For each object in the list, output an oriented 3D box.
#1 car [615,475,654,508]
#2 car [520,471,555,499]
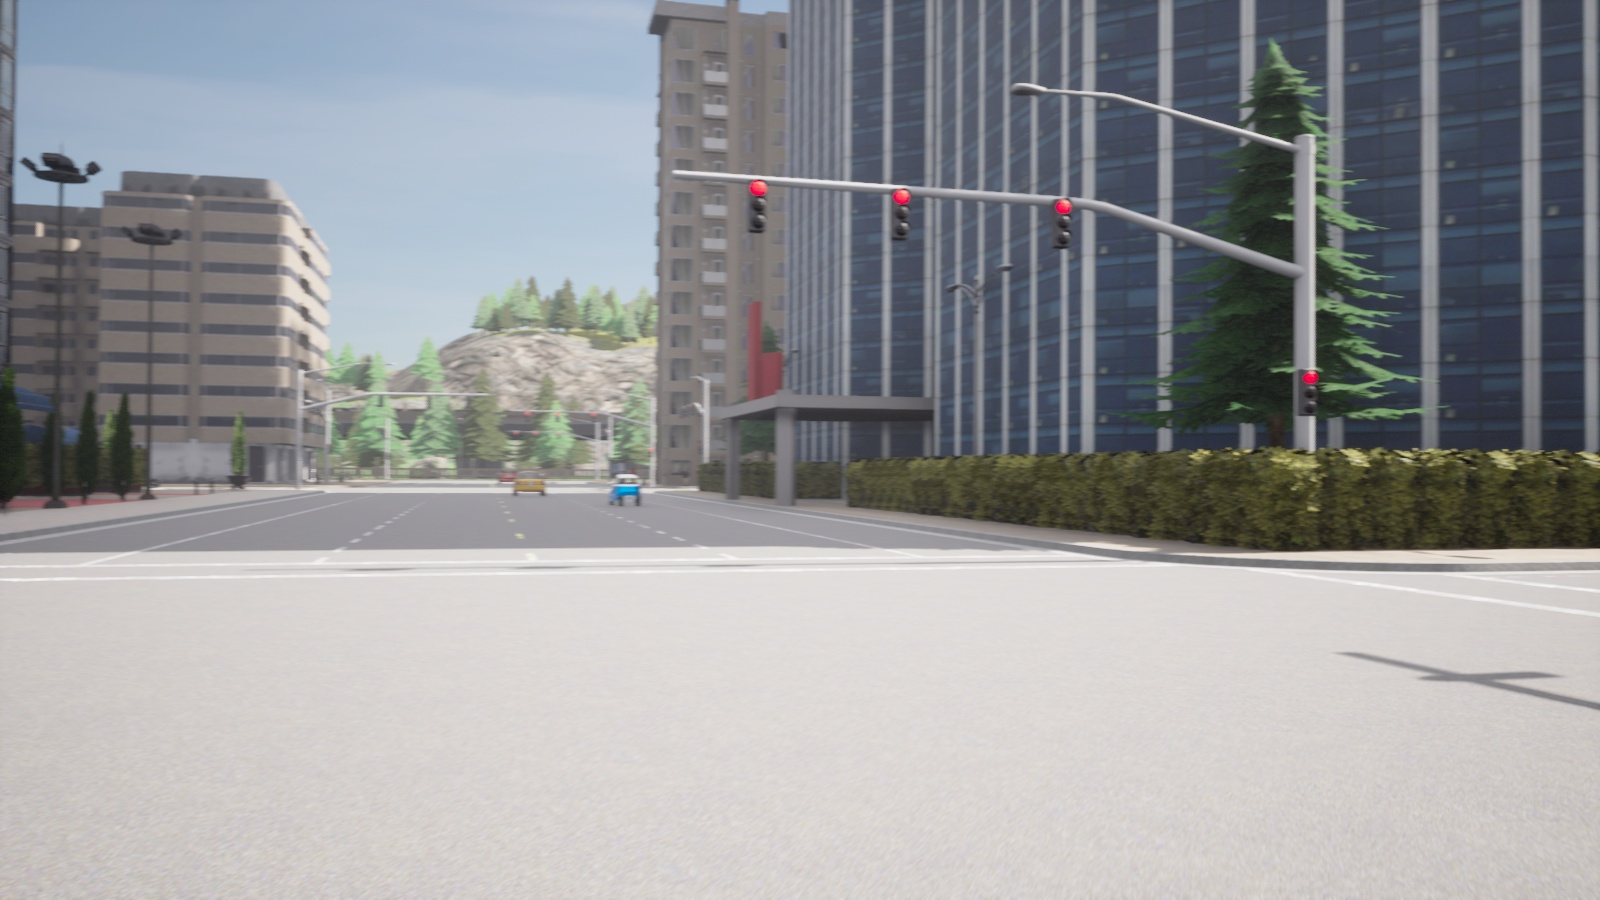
[{"bbox_3d":[-7.272,1.807,55.082,1.481,1.376,2.207,0,-1,-14],"label":"car"},{"bbox_3d":[-15.347,2.006,73.226,1.801,1.575,5.366,0,-1,-14],"label":"car"}]
